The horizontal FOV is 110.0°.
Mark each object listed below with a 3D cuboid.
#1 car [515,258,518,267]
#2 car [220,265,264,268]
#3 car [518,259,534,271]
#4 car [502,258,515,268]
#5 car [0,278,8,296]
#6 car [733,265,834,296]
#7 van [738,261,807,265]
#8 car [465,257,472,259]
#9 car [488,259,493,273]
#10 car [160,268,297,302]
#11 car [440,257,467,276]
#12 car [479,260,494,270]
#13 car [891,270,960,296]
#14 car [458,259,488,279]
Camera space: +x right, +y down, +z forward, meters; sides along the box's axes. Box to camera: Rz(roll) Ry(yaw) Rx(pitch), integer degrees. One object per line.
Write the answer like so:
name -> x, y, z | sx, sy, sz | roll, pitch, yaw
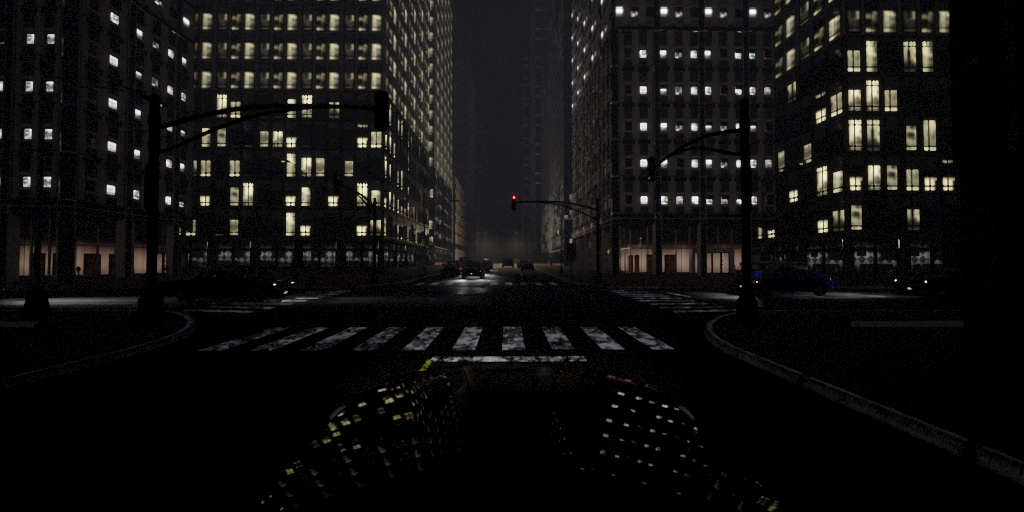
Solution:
car -> 1.920, 1.296, 59.675 | 1.751, 1.417, 4.829 | 0, 0, -1
car -> -16.755, 1.255, 21.447 | 4.097, 1.591, 1.967 | 0, 0, -1
car -> 2.070, 1.348, 48.350 | 1.802, 1.307, 4.207 | 0, 0, -1
car -> -0.725, 1.125, 63.973 | 2.097, 1.767, 4.553 | 0, 0, -1
car -> -25.212, 1.182, 15.579 | 4.902, 1.511, 2.128 | 0, -1, -1
car -> 14.524, 1.341, 19.211 | 4.674, 1.442, 1.812 | 0, -1, -2
van -> 15.717, 1.209, 21.807 | 3.998, 1.789, 1.690 | 0, 0, -1
car -> -6.309, 1.081, 48.176 | 2.192, 1.841, 5.009 | 0, 0, -1
car -> -3.653, 1.366, 43.431 | 1.895, 1.301, 4.718 | 0, 0, -1
car -> -12.403, 1.315, 15.991 | 4.718, 1.301, 1.895 | 0, -1, -4
car -> -6.160, 1.202, 37.027 | 1.967, 1.591, 4.097 | 0, 0, -1
car -> -3.791, 1.316, 54.068 | 2.033, 1.411, 5.357 | 0, 0, -1
car -> 23.568, 1.434, 19.315 | 4.718, 1.301, 1.895 | 0, -1, -1
car -> -3.519, 1.266, 33.214 | 1.837, 1.490, 4.892 | 0, 0, -1
